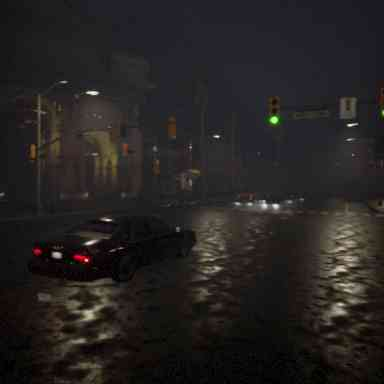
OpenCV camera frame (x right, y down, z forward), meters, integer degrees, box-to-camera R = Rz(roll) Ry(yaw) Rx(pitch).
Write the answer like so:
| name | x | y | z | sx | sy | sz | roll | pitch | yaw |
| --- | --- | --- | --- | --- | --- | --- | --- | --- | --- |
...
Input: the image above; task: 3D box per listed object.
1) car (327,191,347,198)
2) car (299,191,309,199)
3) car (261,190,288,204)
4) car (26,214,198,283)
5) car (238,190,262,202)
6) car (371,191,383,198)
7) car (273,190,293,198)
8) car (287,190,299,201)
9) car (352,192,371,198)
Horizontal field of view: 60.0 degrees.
| name | x | y | z | sx | sy | sz | roll | pitch | yaw |
| --- | --- | --- | --- | --- | --- | --- | --- | --- | --- |
| car | 28.820 | 0.525 | 66.155 | 5.357 | 1.411 | 2.033 | 0 | 2 | -42 |
| car | 20.524 | 0.472 | 62.057 | 1.812 | 1.442 | 4.674 | 2 | 2 | 35 |
| car | 11.067 | 0.792 | 44.201 | 1.895 | 1.301 | 4.718 | 1 | 1 | 25 |
| car | -1.686 | 1.312 | 9.081 | 2.033 | 1.411 | 5.357 | 1 | 1 | 25 |
| car | 7.823 | 0.464 | 45.513 | 2.097 | 1.767 | 4.553 | 1 | 1 | 25 |
| car | 40.863 | 0.582 | 70.303 | 4.892 | 1.490 | 1.837 | 0 | 1 | -23 |
| car | 17.391 | 0.354 | 63.696 | 2.128 | 1.511 | 4.902 | 2 | 2 | 35 |
| car | 15.420 | 0.536 | 53.327 | 1.882 | 1.535 | 5.008 | 1 | 1 | 25 |
| car | 37.208 | 0.576 | 72.322 | 4.718 | 1.301 | 1.895 | 0 | 1 | -27 |
